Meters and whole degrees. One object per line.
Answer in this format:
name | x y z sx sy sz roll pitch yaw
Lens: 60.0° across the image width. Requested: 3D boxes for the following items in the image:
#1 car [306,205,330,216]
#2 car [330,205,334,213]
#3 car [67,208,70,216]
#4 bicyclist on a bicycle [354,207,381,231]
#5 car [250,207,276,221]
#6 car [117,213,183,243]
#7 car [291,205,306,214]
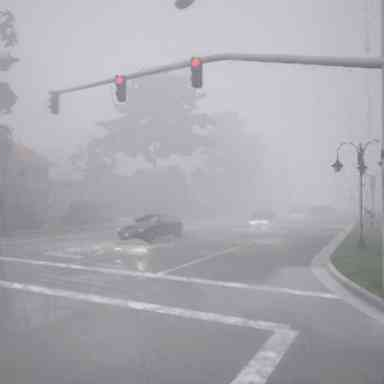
car | 18.305 2.642 48.241 1.837 1.490 4.892 0 -1 30
car | 23.213 2.909 57.191 1.994 1.385 4.181 0 -1 29
car | -11.681 1.902 36.331 3.806 1.475 1.970 0 -1 30
bicyclist on a bicycle | 12.245 1.871 23.231 1.656 1.620 0.582 -1 -1 29
car | 8.012 2.413 37.200 1.994 1.385 4.181 0 -1 29
car | -2.185 1.929 18.829 1.812 1.442 4.674 0 -1 29
car | 17.323 2.850 53.789 1.994 1.385 4.181 0 -1 29
